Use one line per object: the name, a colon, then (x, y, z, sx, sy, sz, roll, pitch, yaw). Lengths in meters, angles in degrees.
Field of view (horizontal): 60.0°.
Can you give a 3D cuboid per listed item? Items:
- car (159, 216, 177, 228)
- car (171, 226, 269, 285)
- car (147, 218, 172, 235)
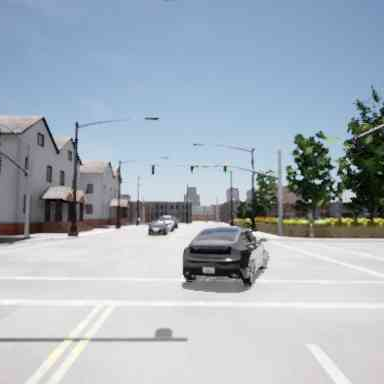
car: (-3.604, 4.312, 45.678, 2.150, 2.045, 5.566, 0, -4, 0)
car: (1.199, 1.862, 10.531, 1.837, 1.490, 4.892, -2, -5, 19)
car: (-3.608, 3.813, 35.665, 2.128, 1.511, 4.902, 0, -4, 0)
